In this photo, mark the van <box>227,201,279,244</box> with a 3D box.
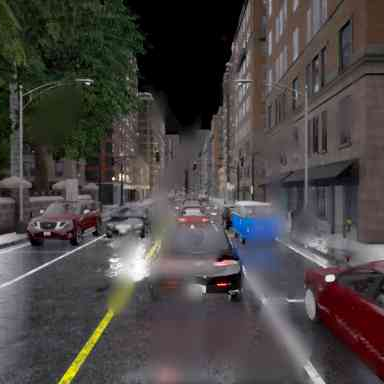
[{"bbox_3d":[2.850,1.336,15.573,1.690,1.788,3.998,0,0,0],"label":"van"}]

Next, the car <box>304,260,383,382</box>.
[{"bbox_3d":[2.854,1.544,4.252,1.887,1.381,4.507,0,0,0],"label":"car"}]

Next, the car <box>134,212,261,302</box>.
[{"bbox_3d":[0.097,1.490,8.261,2.128,1.511,4.902,0,0,0],"label":"car"}]

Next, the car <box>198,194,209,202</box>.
[{"bbox_3d":[2.829,1.387,75.610,1.967,1.590,4.097,0,0,0],"label":"car"}]

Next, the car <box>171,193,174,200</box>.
[{"bbox_3d":[-5.696,1.491,75.571,1.887,1.381,4.507,0,0,0],"label":"car"}]

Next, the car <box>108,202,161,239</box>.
[{"bbox_3d":[-3.078,1.486,17.325,2.128,1.511,4.902,0,0,0],"label":"car"}]

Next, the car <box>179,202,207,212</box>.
[{"bbox_3d":[0.097,1.519,18.523,1.812,1.442,4.674,0,0,0],"label":"car"}]

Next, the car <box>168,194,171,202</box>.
[{"bbox_3d":[-5.692,1.502,64.669,2.008,1.369,4.403,0,0,0],"label":"car"}]

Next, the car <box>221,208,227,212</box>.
[{"bbox_3d":[2.849,1.557,21.233,1.947,1.339,4.313,0,0,0],"label":"car"}]

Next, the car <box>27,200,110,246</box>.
[{"bbox_3d":[-5.675,1.310,15.530,2.192,1.841,5.009,0,0,0],"label":"car"}]

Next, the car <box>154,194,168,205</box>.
[{"bbox_3d":[-5.690,1.480,59.048,1.752,1.417,4.829,0,0,0],"label":"car"}]

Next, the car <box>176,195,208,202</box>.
[{"bbox_3d":[0.039,1.338,27.480,2.097,1.767,4.553,0,0,2],"label":"car"}]

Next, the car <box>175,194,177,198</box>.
[{"bbox_3d":[-5.700,1.496,86.472,2.008,1.369,4.403,0,0,0],"label":"car"}]

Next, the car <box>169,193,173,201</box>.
[{"bbox_3d":[-5.694,1.493,70.120,1.887,1.381,4.507,0,0,0],"label":"car"}]
